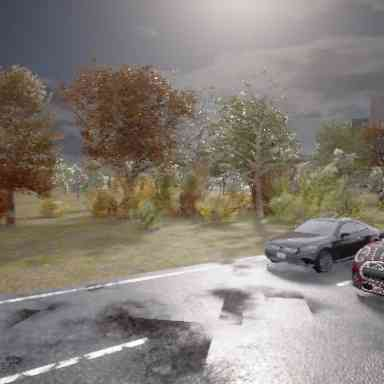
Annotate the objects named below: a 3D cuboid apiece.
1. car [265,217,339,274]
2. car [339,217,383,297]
[{"bbox_3d":[4.442,1.560,10.845,4.674,1.442,1.812,0,0,-35],"label":"car"},{"bbox_3d":[5.758,1.384,7.791,4.553,1.767,2.097,0,0,-35],"label":"car"}]
